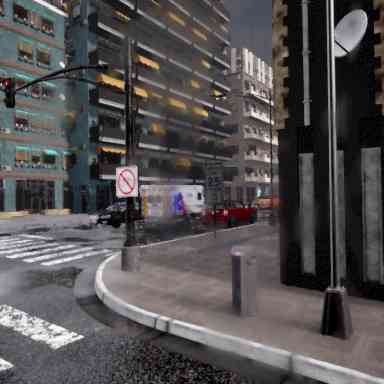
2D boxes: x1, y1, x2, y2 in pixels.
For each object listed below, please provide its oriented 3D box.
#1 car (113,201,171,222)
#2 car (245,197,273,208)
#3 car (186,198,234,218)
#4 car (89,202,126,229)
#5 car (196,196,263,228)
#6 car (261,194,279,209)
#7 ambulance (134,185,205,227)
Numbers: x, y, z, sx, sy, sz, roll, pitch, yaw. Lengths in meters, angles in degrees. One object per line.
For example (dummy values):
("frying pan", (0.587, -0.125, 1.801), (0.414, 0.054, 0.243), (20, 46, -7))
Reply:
("car", (-3.835, 1.459, 26.222), (1.887, 1.381, 4.507), (-1, 0, 36))
("car", (8.845, 1.311, 43.501), (1.947, 1.339, 4.313), (-1, 0, 36))
("car", (1.718, 1.322, 29.310), (1.837, 1.490, 4.892), (-1, 0, 36))
("car", (-4.215, 1.389, 21.159), (2.128, 1.511, 4.902), (-1, 0, 36))
("car", (2.383, 1.201, 20.186), (1.967, 1.590, 4.097), (-1, 0, 36))
("car", (8.728, 1.079, 38.926), (2.097, 1.767, 4.553), (-1, -1, 36))
("ambulance", (-0.396, 0.853, 21.151), (2.351, 2.431, 6.366), (-1, -1, 36))
